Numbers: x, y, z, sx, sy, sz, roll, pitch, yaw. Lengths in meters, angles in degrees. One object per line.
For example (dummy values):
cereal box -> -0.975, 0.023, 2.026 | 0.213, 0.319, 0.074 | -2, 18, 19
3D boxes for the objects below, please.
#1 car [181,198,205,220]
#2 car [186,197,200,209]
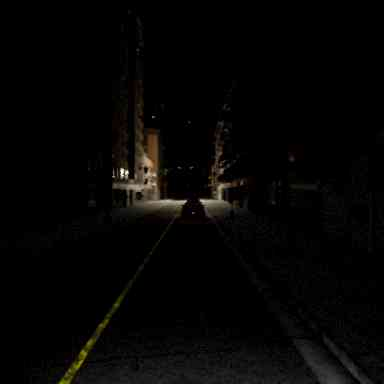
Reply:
car -> 0.089, 1.468, 28.161 | 1.882, 1.535, 5.008 | 0, 0, 0
car -> 0.084, 1.509, 46.108 | 1.812, 1.442, 4.674 | 0, 0, 0
